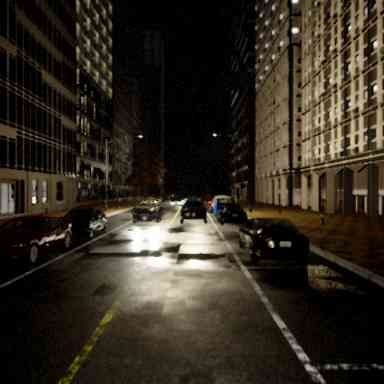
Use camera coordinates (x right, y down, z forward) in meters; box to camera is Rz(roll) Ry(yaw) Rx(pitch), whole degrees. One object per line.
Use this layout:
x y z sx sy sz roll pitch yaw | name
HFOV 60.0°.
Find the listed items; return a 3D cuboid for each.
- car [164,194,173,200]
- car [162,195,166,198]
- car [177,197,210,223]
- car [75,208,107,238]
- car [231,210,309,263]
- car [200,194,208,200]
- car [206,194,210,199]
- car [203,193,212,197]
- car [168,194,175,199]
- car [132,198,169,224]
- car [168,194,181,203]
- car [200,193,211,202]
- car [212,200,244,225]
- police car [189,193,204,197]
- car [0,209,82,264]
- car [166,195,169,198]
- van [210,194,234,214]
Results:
-5.632 1.297 79.992 1.947 1.339 4.313 0 0 0 | car
-5.652 1.392 51.530 2.008 1.369 4.403 0 0 0 | car
0.119 1.408 25.157 1.882 1.535 5.008 0 0 0 | car
-5.677 1.519 17.373 1.947 1.339 4.313 0 0 0 | car
2.700 1.535 11.667 1.947 1.339 4.313 0 0 0 | car
2.749 1.256 80.142 1.752 1.417 4.829 0 0 0 | car
2.717 1.341 34.436 1.967 1.590 4.097 0 0 0 | car
2.734 1.135 57.204 2.192 1.841 5.009 0 0 0 | car
-5.624 1.265 91.374 1.802 1.307 4.206 0 0 0 | car
-3.083 1.425 24.100 2.128 1.511 4.902 0 0 0 | car
-2.974 1.393 64.773 1.895 1.301 4.718 0 0 1 | car
2.742 1.092 68.588 2.192 1.841 5.009 0 0 0 | car
2.708 1.503 23.051 1.947 1.339 4.313 0 0 0 | car
0.128 1.298 42.697 1.930 1.638 5.238 0 0 0 | police car
-5.680 1.514 11.681 1.887 1.381 4.507 0 0 0 | car
-5.636 1.305 74.299 2.008 1.369 4.403 0 0 0 | car
2.713 1.260 28.744 1.690 1.788 3.998 0 0 0 | van
